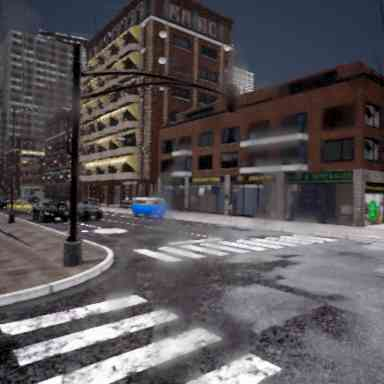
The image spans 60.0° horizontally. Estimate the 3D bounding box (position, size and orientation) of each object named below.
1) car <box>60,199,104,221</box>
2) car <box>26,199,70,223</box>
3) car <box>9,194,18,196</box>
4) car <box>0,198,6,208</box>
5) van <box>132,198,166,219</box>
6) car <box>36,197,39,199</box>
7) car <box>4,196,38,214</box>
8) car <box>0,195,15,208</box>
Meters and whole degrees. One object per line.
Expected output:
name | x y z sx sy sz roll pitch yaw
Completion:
car | -9.043 1.509 27.129 2.033 1.411 5.357 1 -1 -38
car | -10.575 1.472 24.696 1.947 1.339 4.313 1 0 -38
car | -44.396 1.351 82.466 2.192 1.841 5.009 1 0 -38
car | -27.437 1.463 46.640 1.802 1.307 4.206 1 0 -38
van | -3.928 1.421 29.801 1.690 1.788 3.998 1 0 -38
car | -30.910 1.610 64.910 1.947 1.339 4.313 1 0 -38
car | -17.216 1.421 33.340 1.752 1.417 4.829 1 0 -38
car | -24.065 1.451 42.251 1.947 1.339 4.313 1 0 -38
